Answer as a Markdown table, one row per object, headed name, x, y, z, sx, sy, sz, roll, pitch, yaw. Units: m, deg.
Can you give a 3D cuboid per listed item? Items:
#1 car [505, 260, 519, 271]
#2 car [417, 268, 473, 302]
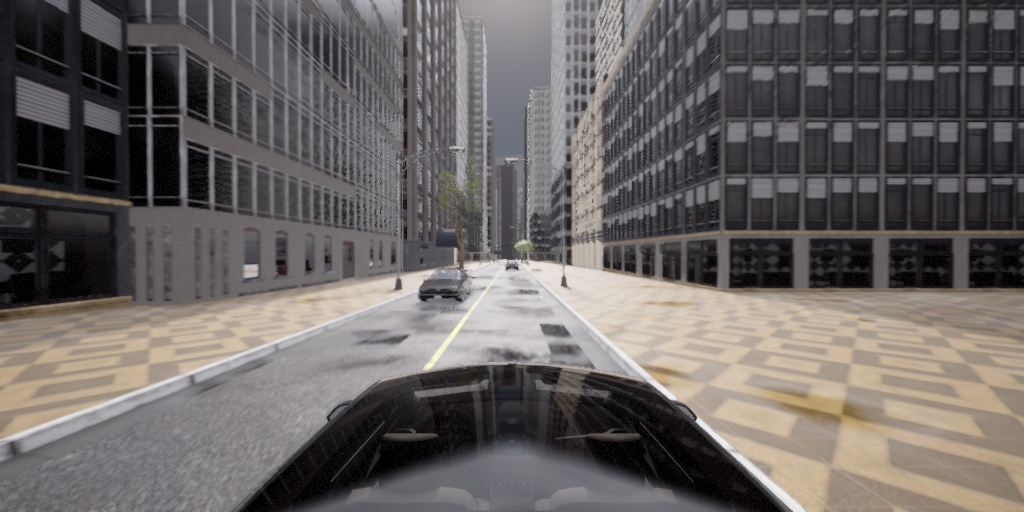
| name | x | y | z | sx | sy | sz | roll | pitch | yaw |
| --- | --- | --- | --- | --- | --- | --- | --- | --- | --- |
| car | 0.009 | 1.382 | 50.059 | 1.895 | 1.301 | 4.718 | 0 | 0 | 0 |
| car | -3.004 | 1.302 | 17.267 | 2.033 | 1.411 | 5.357 | 0 | 0 | 0 |
